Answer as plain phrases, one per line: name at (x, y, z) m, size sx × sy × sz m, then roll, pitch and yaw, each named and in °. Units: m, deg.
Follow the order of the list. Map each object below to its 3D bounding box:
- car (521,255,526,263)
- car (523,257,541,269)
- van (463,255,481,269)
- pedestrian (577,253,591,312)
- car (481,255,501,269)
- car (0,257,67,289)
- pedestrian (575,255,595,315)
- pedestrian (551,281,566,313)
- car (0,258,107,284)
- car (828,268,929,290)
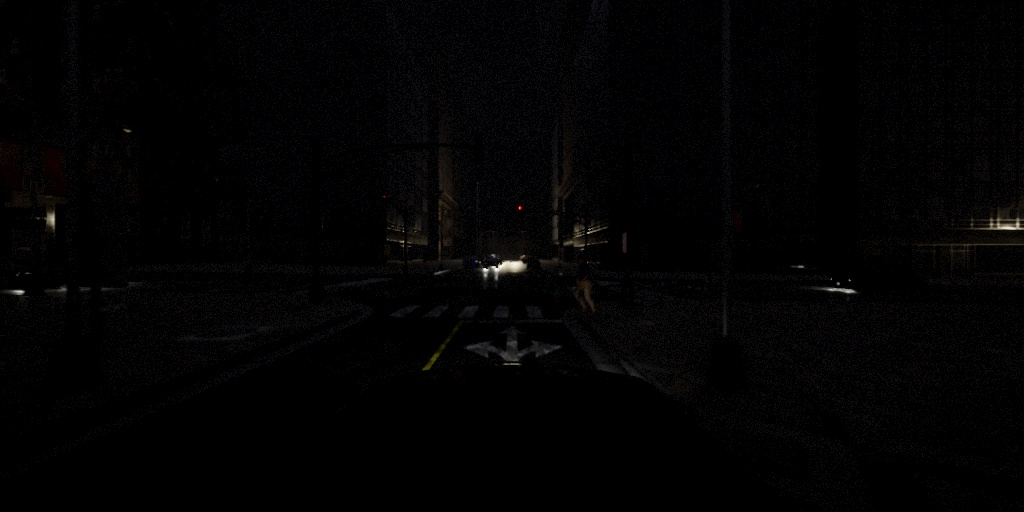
car at (2.998, 0.923, 65.348) m, size 1.802 × 1.307 × 4.207 m, roll 0°, pitch 0°, yaw 0°
car at (2.887, 1.028, 48.401) m, size 1.948 × 1.339 × 4.313 m, roll 0°, pitch 0°, yaw 0°
van at (-5.639, 0.803, 48.456) m, size 1.690 × 1.789 × 3.998 m, roll 0°, pitch 0°, yaw 0°
pedestrian at (2.312, 0.836, 11.508) m, size 0.375 × 1.860 × 0.375 m, roll 0°, pitch 0°, yaw 0°
car at (-2.838, 0.980, 49.583) m, size 1.812 × 1.442 × 4.674 m, roll 0°, pitch 0°, yaw 1°
car at (-25.597, 0.802, 17.920) m, size 5.008 × 1.535 × 1.882 m, roll 1°, pitch 0°, yaw 0°
pedestrian at (2.189, 0.840, 10.818) m, size 0.375 × 1.860 × 0.375 m, roll 0°, pitch 0°, yaw 0°
pedestrian at (1.565, 1.367, 12.111) m, size 0.500 × 1.100 × 0.500 m, roll 0°, pitch 0°, yaw 0°
car at (-27.157, 0.863, 21.181) m, size 4.181 × 1.385 × 1.994 m, roll 1°, pitch 0°, yaw 0°
car at (24.786, 1.530, 24.330) m, size 5.357 × 1.411 × 2.033 m, roll 1°, pitch 0°, yaw 0°
